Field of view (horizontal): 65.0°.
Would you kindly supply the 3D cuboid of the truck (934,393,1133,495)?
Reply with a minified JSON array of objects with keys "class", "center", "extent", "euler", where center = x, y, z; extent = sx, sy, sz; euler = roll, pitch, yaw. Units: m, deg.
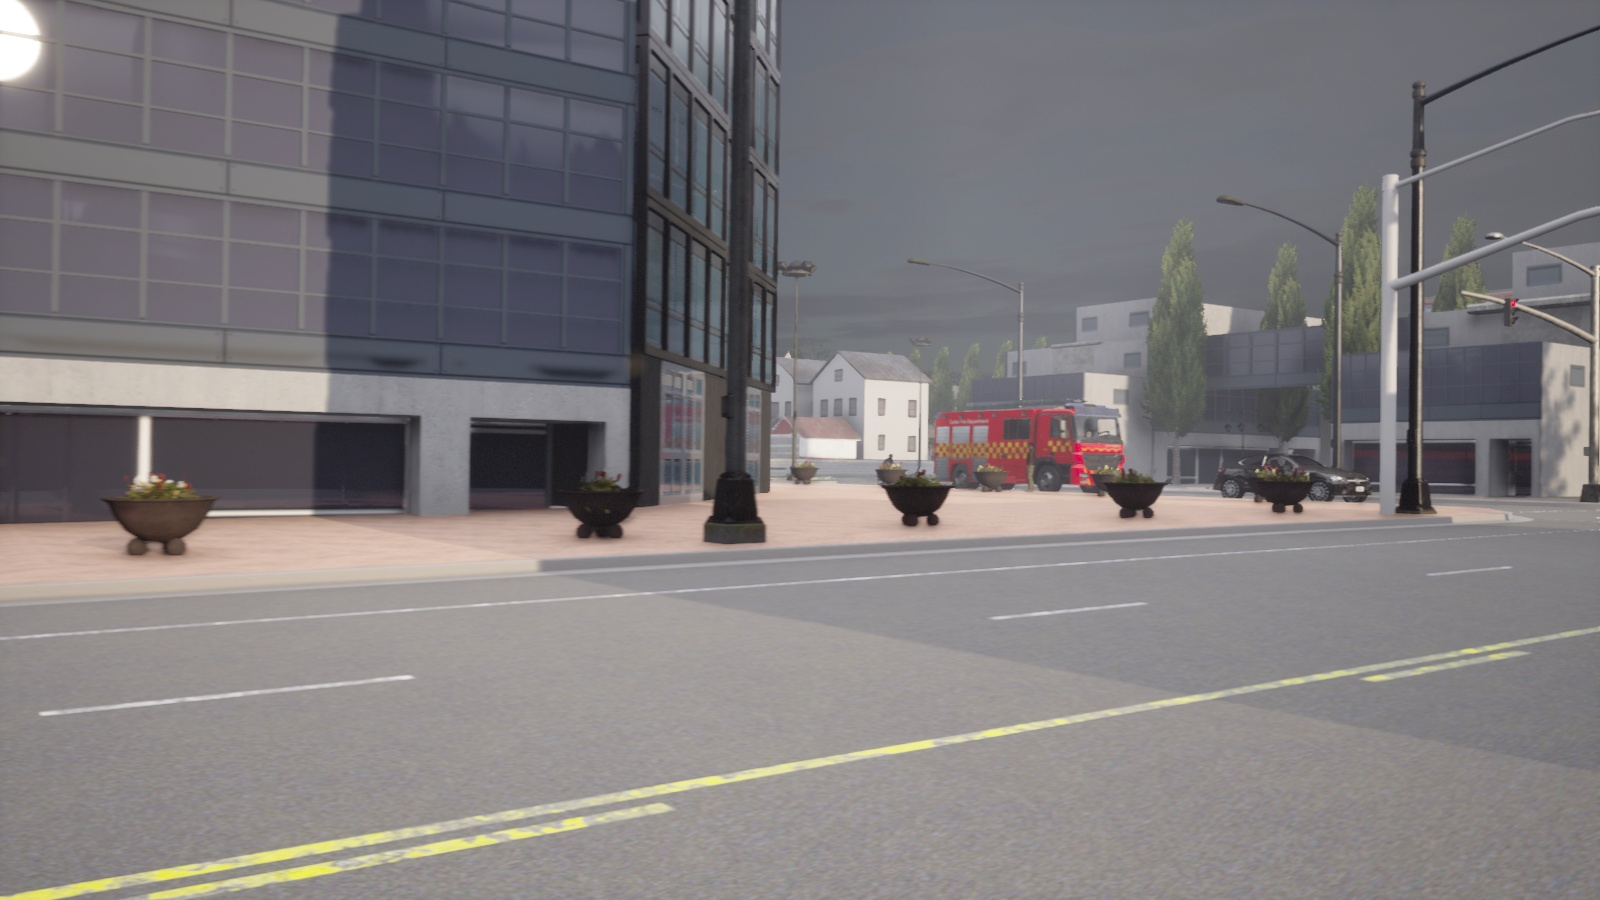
[{"class":"truck","center":[9.362,-0.192,51.479],"extent":[2.891,3.827,8.468],"euler":[1,-1,-34]}]

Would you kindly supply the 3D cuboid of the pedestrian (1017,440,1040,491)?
[{"class":"pedestrian","center":[8.345,0.565,45.797],"extent":[0.703,1.840,0.431],"euler":[0,-1,32]}]

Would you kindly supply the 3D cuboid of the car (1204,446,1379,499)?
[{"class":"car","center":[16.151,0.711,41.535],"extent":[2.152,1.651,5.027],"euler":[1,-1,-34]}]
